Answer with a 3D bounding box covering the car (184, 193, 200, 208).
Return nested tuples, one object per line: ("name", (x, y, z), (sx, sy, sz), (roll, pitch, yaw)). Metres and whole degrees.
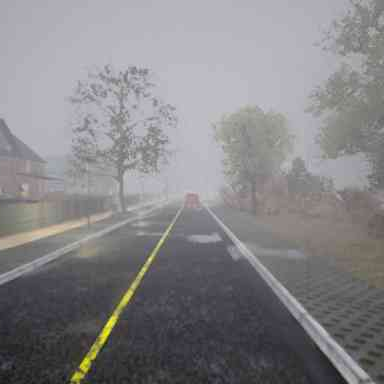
("car", (0.007, 1.121, 47.249), (2.150, 2.045, 5.566), (0, 0, 0))
